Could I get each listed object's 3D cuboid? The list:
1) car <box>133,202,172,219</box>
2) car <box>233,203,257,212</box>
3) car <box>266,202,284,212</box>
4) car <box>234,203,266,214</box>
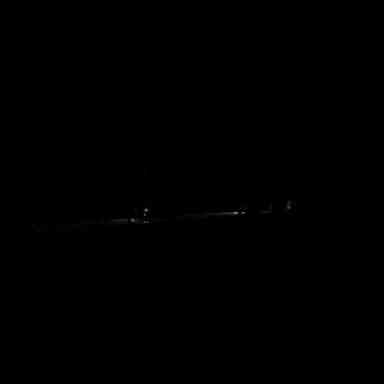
[{"bbox_3d":[-4.160,1.871,35.555,2.097,1.767,4.553,0,-1,36],"label":"car"},{"bbox_3d":[8.574,2.481,53.210,1.895,1.301,4.718,0,-1,36],"label":"car"},{"bbox_3d":[13.992,2.481,56.051,1.837,1.490,4.892,0,-1,36],"label":"car"},{"bbox_3d":[8.251,2.362,47.938,2.033,1.411,5.357,0,-1,36],"label":"car"}]
